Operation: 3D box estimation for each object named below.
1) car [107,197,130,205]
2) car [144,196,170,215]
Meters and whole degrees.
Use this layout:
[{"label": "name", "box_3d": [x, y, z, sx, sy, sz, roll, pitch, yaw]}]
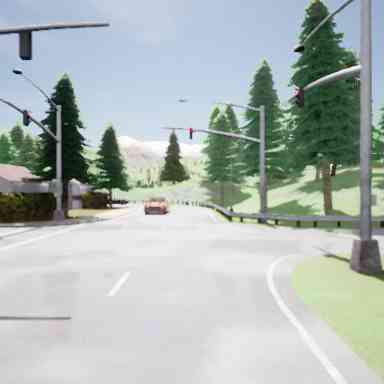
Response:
[{"label": "car", "box_3d": [-11.904, 1.404, 50.781, 4.718, 1.301, 1.895, 0, 0, 9]}, {"label": "car", "box_3d": [-3.359, 1.218, 32.407, 2.097, 1.767, 4.553, 0, 0, 1]}]
